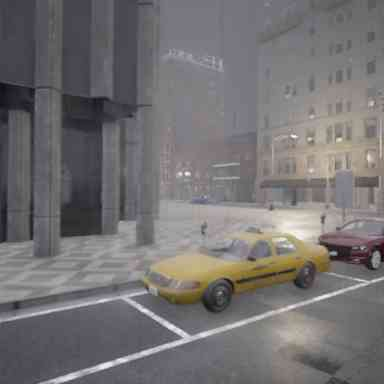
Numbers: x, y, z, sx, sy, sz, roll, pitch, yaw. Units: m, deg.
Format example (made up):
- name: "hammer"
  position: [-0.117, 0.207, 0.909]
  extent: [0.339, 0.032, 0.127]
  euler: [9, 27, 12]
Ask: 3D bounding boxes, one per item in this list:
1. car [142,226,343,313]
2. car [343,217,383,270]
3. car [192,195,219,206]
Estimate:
- name: "car"
  position: [1.240, 1.520, 7.638]
  extent: [4.829, 1.417, 1.752]
  euler: [0, 1, -35]
- name: "car"
  position: [5.959, 1.534, 11.001]
  extent: [4.507, 1.381, 1.887]
  euler: [0, 1, -35]
- name: "car"
  position: [1.829, 1.163, 45.977]
  extent: [1.812, 1.442, 4.674]
  euler: [1, 0, -35]
